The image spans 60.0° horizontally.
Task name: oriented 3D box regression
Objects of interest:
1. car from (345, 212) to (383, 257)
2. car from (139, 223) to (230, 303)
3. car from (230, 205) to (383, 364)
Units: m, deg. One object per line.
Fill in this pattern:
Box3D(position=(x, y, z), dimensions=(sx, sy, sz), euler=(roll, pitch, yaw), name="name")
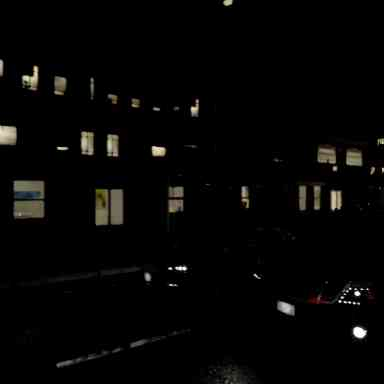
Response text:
Box3D(position=(8.788, 1.661, 13.916), dimensions=(4.902, 1.511, 2.128), euler=(1, 0, -35), name="car")
Box3D(position=(1.071, 1.555, 8.434), dimensions=(4.902, 1.511, 2.128), euler=(1, 0, -35), name="car")
Box3D(position=(3.575, 1.293, 6.224), dimensions=(5.566, 2.045, 2.150), euler=(1, 0, -35), name="car")
